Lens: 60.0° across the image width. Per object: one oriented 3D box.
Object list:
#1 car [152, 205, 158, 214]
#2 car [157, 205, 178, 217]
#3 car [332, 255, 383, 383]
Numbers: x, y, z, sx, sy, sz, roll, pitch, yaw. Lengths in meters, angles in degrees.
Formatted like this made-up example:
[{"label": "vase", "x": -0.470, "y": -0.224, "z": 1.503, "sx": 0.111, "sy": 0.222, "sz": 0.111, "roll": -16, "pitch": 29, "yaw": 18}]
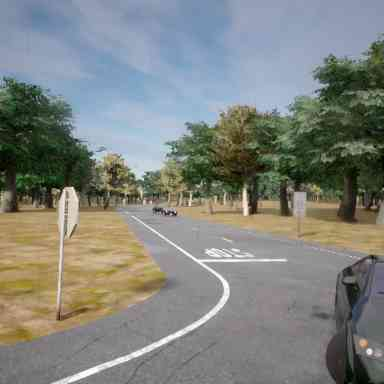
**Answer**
[{"label": "car", "x": -5.652, "y": 2.963, "z": 56.882, "sx": 1.882, "sy": 1.535, "sz": 5.008, "roll": 3, "pitch": -2, "yaw": -14}, {"label": "car", "x": -3.410, "y": 2.852, "z": 48.032, "sx": 1.895, "sy": 1.301, "sz": 4.718, "roll": 3, "pitch": -2, "yaw": -13}, {"label": "car", "x": 3.105, "y": 1.643, "z": 4.618, "sx": 1.994, "sy": 1.385, "sz": 4.181, "roll": 1, "pitch": -1, "yaw": 22}]
